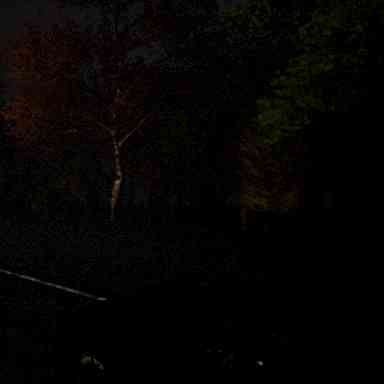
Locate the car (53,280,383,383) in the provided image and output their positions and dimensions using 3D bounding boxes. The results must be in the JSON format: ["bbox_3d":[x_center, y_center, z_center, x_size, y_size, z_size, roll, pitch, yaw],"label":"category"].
[{"bbox_3d":[0.792,1.590,3.121,4.718,1.301,1.895,1,1,35],"label":"car"}]
